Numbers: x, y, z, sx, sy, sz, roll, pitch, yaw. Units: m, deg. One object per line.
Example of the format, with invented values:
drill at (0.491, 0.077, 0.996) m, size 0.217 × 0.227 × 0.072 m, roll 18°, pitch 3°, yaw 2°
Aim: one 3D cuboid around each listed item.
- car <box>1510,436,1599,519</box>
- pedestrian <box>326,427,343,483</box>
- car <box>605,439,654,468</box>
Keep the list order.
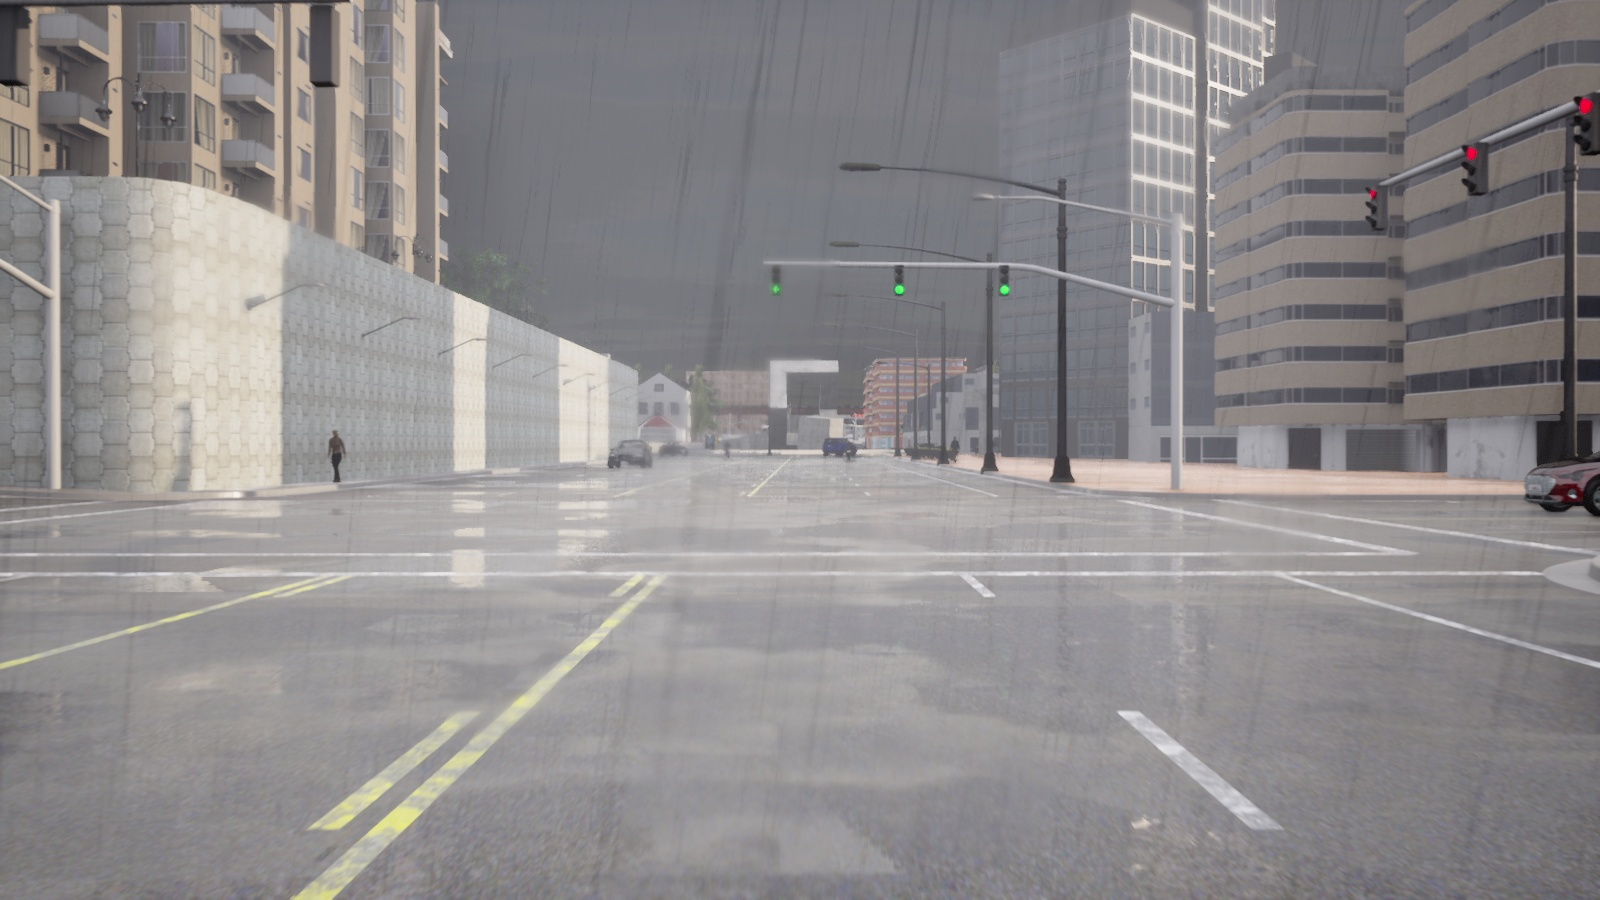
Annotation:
car at (17.760, 0.546, 26.106) m, size 4.856 × 1.649 × 2.033 m, roll 0°, pitch 0°, yaw 0°
pedestrian at (-15.533, 0.153, 41.922) m, size 0.331 × 1.846 × 0.634 m, roll 0°, pitch 0°, yaw 1°
car at (-10.061, 0.167, 74.303) m, size 2.242 × 1.667 × 4.611 m, roll 0°, pitch 0°, yaw 0°
